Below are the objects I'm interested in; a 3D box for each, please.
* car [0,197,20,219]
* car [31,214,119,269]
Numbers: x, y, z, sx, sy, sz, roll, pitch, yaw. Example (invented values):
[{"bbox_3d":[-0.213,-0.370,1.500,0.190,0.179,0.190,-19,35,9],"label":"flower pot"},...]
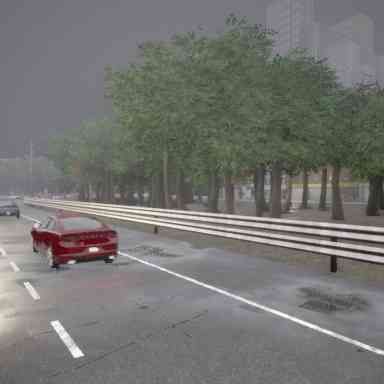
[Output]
[{"bbox_3d":[-15.873,1.489,28.217,2.128,1.511,4.902,0,0,-35],"label":"car"},{"bbox_3d":[-4.192,1.478,11.421,1.882,1.535,5.008,0,0,-35],"label":"car"}]
